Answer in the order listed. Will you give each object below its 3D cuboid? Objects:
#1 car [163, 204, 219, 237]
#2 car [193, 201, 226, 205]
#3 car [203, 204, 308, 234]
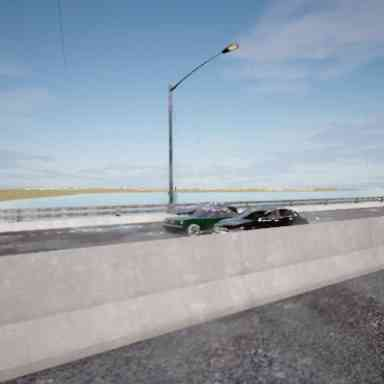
[{"bbox_3d":[0.849,1.508,17.458,4.718,1.301,1.895,-1,0,-35],"label":"car"},{"bbox_3d":[0.903,1.376,21.778,4.902,1.511,2.128,-1,0,-35],"label":"car"},{"bbox_3d":[3.120,1.409,14.774,4.892,1.490,1.837,-1,0,-35],"label":"car"}]
